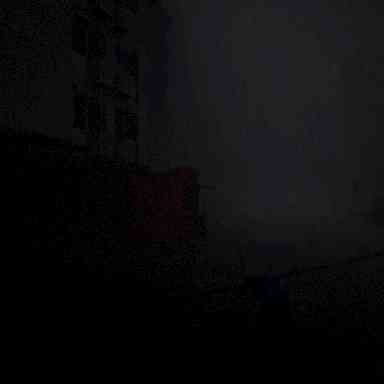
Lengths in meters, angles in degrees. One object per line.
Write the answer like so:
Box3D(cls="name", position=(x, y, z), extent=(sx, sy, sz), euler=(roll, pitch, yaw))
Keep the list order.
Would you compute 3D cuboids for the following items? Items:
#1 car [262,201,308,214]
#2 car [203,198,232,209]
Box3D(cls="car", position=(9.860, 1.601, 35.363), extent=(1.895, 1.301, 4.718), euler=(0, 0, -36))
Box3D(cls="car", position=(3.327, 1.526, 44.518), extent=(1.812, 1.442, 4.674), euler=(0, 0, -36))
